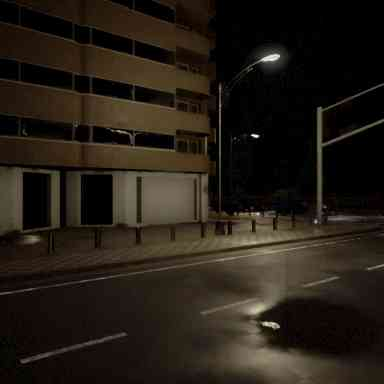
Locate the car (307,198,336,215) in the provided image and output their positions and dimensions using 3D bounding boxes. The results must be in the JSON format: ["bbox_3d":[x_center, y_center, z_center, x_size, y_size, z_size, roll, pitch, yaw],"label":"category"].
[{"bbox_3d":[12.222,1.407,33.829,2.097,1.767,4.553,0,0,-36],"label":"car"}]

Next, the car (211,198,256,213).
[{"bbox_3d":[4.420,1.603,38.666,2.033,1.411,5.357,0,0,-36],"label":"car"}]

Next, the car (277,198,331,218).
[{"bbox_3d":[10.042,1.581,30.897,1.812,1.442,4.674,0,0,-37],"label":"car"}]

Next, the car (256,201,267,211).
[{"bbox_3d":[6.979,1.560,41.103,1.837,1.490,4.892,0,0,-36],"label":"car"}]
